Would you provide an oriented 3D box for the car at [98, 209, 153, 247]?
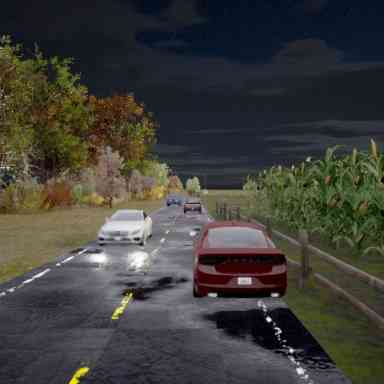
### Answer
[{"bbox_3d":[-2.849,1.522,15.136,1.812,1.442,4.674,0,0,0],"label":"car"}]

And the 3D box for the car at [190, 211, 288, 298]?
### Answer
[{"bbox_3d":[0.964,1.475,8.554,1.882,1.535,5.008,0,0,0],"label":"car"}]

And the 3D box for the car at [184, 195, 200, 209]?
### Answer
[{"bbox_3d":[0.060,1.346,46.034,2.097,1.767,4.553,0,0,1],"label":"car"}]

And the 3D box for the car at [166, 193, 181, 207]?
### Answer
[{"bbox_3d":[-2.745,1.215,51.422,2.150,2.045,5.566,0,0,0],"label":"car"}]

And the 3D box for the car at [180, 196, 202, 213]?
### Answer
[{"bbox_3d":[0.078,1.486,35.999,2.128,1.511,4.902,0,0,0],"label":"car"}]
